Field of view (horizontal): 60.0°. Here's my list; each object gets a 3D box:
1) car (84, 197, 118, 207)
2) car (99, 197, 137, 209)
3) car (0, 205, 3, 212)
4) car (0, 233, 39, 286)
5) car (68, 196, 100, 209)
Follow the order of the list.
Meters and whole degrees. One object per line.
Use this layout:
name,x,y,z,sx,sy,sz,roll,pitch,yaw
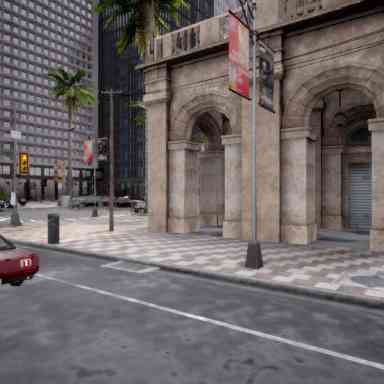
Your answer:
car,-13.928,1.513,51.276,2.161,1.482,4.786,0,0,35
car,-9.846,1.601,45.664,1.895,1.301,4.718,0,0,36
car,-20.552,1.547,30.683,2.033,1.411,5.357,0,0,34
car,-5.828,1.601,8.200,4.718,1.301,1.895,0,0,37
car,-14.488,1.351,45.209,2.097,1.767,4.553,0,0,36
